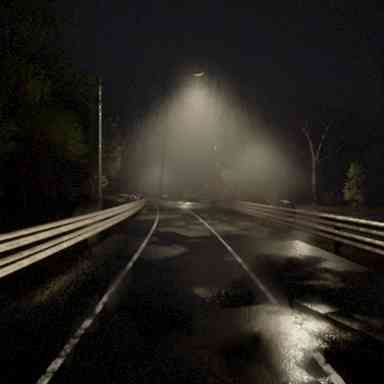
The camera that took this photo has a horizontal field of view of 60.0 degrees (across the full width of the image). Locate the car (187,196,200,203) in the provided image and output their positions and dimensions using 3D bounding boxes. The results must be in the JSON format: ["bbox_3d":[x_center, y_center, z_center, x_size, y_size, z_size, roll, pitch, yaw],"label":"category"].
[{"bbox_3d":[0.439,1.548,67.444,1.994,1.385,4.181,2,0,-22],"label":"car"}]

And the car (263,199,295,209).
[{"bbox_3d":[10.720,1.653,41.433,2.128,1.511,4.902,0,0,-22],"label":"car"}]

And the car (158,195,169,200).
[{"bbox_3d":[-7.483,1.438,87.395,2.128,1.511,4.902,0,0,-22],"label":"car"}]
